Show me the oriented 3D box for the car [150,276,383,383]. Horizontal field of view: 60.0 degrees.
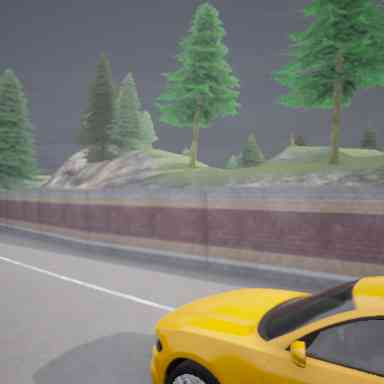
[{"bbox_3d":[1.865,1.487,2.758,5.008,1.535,1.882,0,0,36],"label":"car"}]
